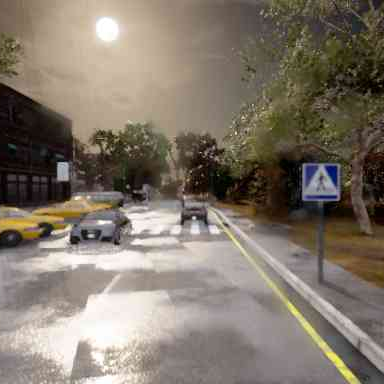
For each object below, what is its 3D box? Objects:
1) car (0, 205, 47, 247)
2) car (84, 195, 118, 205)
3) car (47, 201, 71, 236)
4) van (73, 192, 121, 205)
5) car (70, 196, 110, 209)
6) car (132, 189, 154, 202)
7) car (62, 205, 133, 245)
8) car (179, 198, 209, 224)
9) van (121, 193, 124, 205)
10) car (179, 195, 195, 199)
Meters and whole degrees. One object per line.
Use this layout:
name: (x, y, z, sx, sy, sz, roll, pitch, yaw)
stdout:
car: (-8.973, 1.433, 13.441, 5.366, 1.575, 1.946, -1, 0, -20)
car: (-9.195, 1.347, 28.397, 5.008, 1.535, 2.097, -1, 1, -20)
car: (-8.975, 1.422, 16.443, 5.366, 1.575, 1.946, -1, 0, -20)
van: (-9.322, 1.073, 31.340, 4.442, 1.987, 1.878, -1, 1, -20)
car: (-9.341, 1.388, 25.328, 5.366, 1.575, 1.946, -1, 1, -20)
car: (-8.576, 0.583, 57.306, 2.150, 2.045, 5.566, 0, 1, -32)
car: (-3.943, 1.511, 14.974, 1.994, 1.385, 4.181, 0, 0, 0)
car: (0.160, 1.418, 23.902, 1.837, 1.490, 4.892, 0, 0, 1)
van: (-9.344, 1.024, 34.340, 4.442, 1.987, 1.878, -1, 1, -20)
car: (-0.473, 1.141, 41.242, 2.128, 1.511, 4.902, 0, 1, -6)
